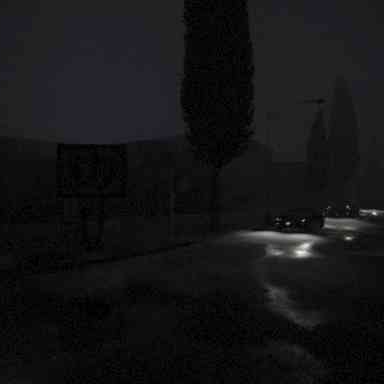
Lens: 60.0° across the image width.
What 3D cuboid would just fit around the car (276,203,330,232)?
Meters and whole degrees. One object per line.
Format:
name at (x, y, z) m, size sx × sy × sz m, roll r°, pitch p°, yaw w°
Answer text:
car at (6.708, 1.499, 20.368) m, size 1.837 × 1.490 × 4.892 m, roll 0°, pitch 0°, yaw 35°

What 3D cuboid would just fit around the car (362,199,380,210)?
car at (23.203, 1.564, 43.389) m, size 1.994 × 1.385 × 4.181 m, roll 0°, pitch 0°, yaw 36°

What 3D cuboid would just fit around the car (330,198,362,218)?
car at (13.651, 1.346, 30.118) m, size 2.097 × 1.767 × 4.553 m, roll 0°, pitch 0°, yaw 36°
